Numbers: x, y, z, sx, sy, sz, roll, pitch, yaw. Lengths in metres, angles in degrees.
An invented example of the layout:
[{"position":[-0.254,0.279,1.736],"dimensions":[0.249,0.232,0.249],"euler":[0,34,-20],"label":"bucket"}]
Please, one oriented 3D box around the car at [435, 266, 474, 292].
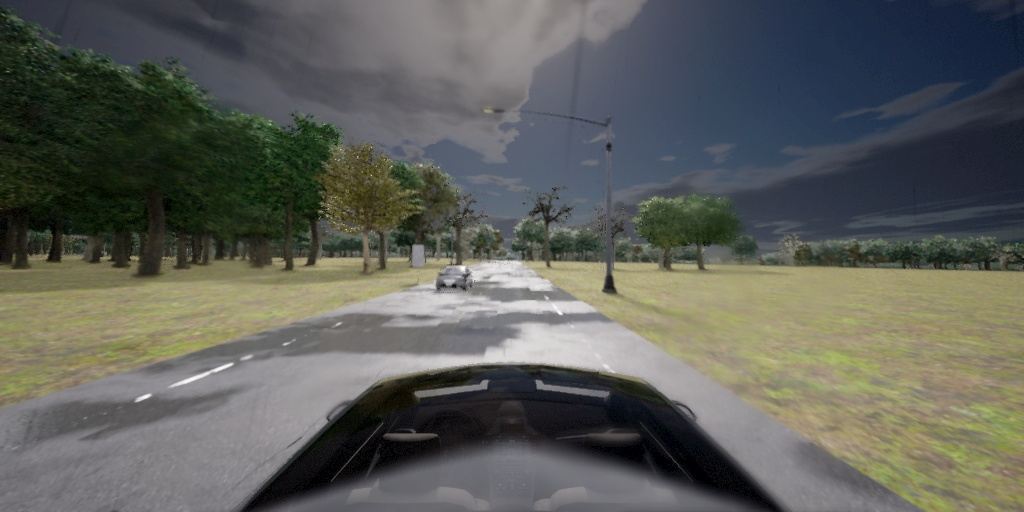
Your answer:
[{"position":[-3.584,1.378,22.955],"dimensions":[2.128,1.511,4.902],"euler":[0,0,0],"label":"car"}]
